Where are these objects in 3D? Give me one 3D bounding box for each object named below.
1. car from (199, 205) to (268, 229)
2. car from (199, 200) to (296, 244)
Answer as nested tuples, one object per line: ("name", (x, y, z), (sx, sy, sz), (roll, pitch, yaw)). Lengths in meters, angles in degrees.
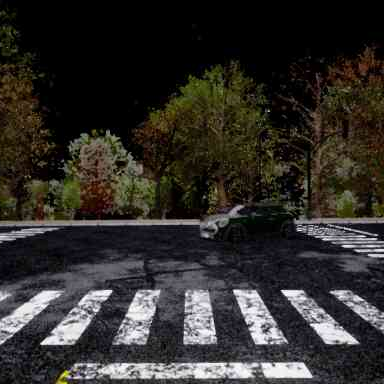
("car", (2.541, 1.594, 21.351), (4.181, 1.385, 1.994), (-1, -1, 1))
("car", (2.592, 1.301, 15.543), (4.553, 1.767, 2.097), (0, -1, -29))
